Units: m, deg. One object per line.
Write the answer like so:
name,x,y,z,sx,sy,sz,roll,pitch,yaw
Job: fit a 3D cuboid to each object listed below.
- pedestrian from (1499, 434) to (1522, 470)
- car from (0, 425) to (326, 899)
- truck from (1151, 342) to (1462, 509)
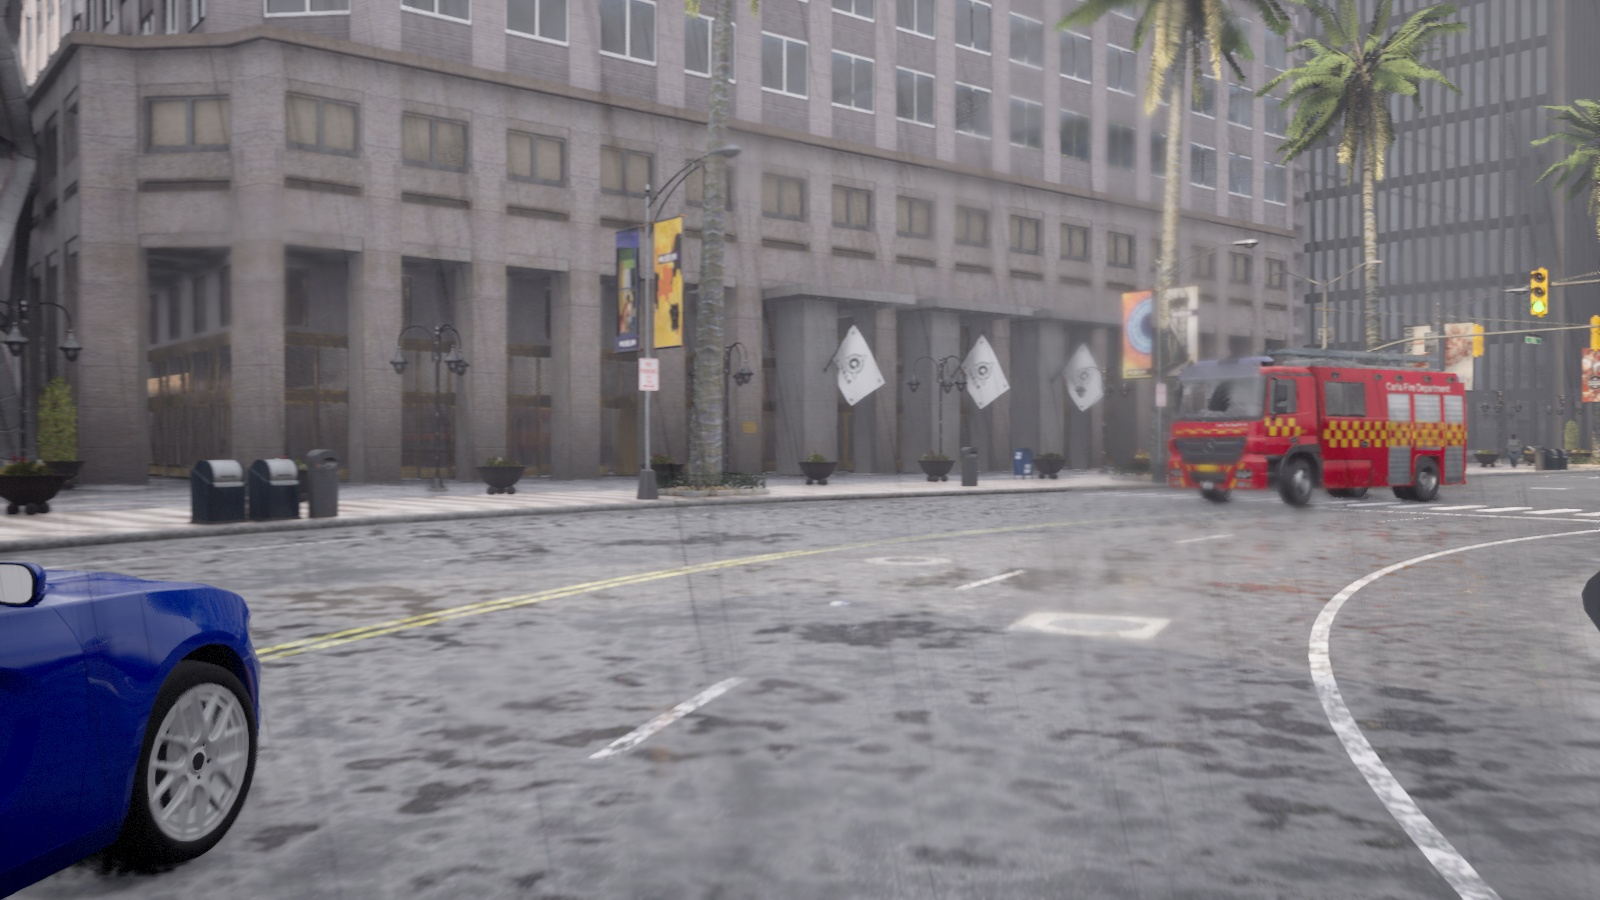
pedestrian,37.124,0.105,65.605,0.874,1.855,0.900,0,0,40
car,-3.208,0.701,2.969,1.882,1.535,5.008,0,0,6
truck,13.126,-0.575,32.234,8.468,3.827,2.891,0,0,-31
